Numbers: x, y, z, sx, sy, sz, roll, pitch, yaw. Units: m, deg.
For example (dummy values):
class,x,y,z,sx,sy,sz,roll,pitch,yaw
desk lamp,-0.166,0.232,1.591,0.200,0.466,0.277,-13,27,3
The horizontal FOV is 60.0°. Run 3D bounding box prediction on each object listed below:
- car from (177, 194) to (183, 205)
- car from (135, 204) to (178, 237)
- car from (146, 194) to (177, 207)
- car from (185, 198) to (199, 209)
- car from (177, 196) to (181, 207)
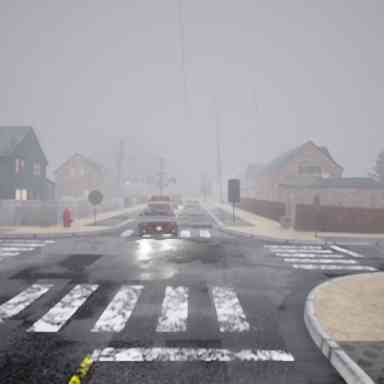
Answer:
class,x,y,z,sx,sy,sz,roll,pitch,yaw
car,-2.842,1.316,59.706,2.150,2.045,5.566,0,0,0
car,-2.035,1.575,18.055,1.994,1.385,4.181,1,0,-13
car,-2.887,1.242,30.753,2.150,2.045,5.566,0,-1,0
car,0.031,1.531,47.465,1.882,1.535,5.008,0,0,0
car,-2.897,1.607,43.495,1.994,1.385,4.181,0,0,0
